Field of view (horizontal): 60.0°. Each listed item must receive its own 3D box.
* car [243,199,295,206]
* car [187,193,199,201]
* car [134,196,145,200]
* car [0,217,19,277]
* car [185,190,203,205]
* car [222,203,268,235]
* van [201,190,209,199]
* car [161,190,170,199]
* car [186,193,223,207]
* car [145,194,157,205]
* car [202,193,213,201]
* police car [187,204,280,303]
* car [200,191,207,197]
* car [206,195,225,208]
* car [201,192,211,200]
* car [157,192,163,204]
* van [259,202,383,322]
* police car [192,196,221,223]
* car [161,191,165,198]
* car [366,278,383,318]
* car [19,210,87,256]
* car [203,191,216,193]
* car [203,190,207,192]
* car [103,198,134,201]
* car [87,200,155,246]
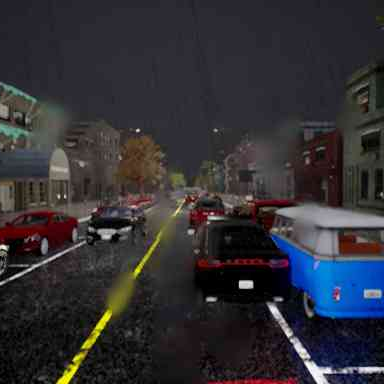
[{"bbox_3d":[2.710,1.173,12.360,2.192,1.841,5.009,-1,1,0],"label":"car"},{"bbox_3d":[0.119,0.859,60.090,2.033,1.411,5.357,0,1,0],"label":"car"},{"bbox_3d":[-5.636,1.212,29.021,1.887,1.381,4.507,-1,1,0],"label":"car"},{"bbox_3d":[-5.681,1.361,6.827,1.967,1.590,4.097,-1,1,0],"label":"car"},{"bbox_3d":[0.121,0.818,46.677,2.097,1.767,4.553,0,1,1],"label":"car"},{"bbox_3d":[2.723,1.376,17.910,1.802,1.307,4.206,-1,1,0],"label":"car"},{"bbox_3d":[2.830,0.500,73.387,1.690,1.788,3.998,-1,1,0],"label":"van"},{"bbox_3d":[-5.561,0.537,67.853,2.192,1.841,5.009,-1,1,0],"label":"car"},{"bbox_3d":[0.872,1.144,18.051,2.097,1.767,4.553,0,1,-1],"label":"car"},{"bbox_3d":[-5.614,1.122,40.116,1.802,1.307,4.206,-1,1,0],"label":"car"},{"bbox_3d":[2.810,0.868,62.294,1.802,1.307,4.206,-1,1,0],"label":"car"},{"bbox_3d":[0.916,1.330,8.204,1.930,1.638,5.238,0,1,0],"label":"police car"},{"bbox_3d":[2.854,0.554,84.655,1.752,1.417,4.829,-1,1,0],"label":"car"},{"bbox_3d":[2.767,1.106,40.102,1.947,1.339,4.313,-1,1,0],"label":"car"},{"bbox_3d":[2.822,0.746,68.011,1.752,1.417,4.829,-1,1,0],"label":"car"},{"bbox_3d":[-5.603,1.027,45.664,2.008,1.369,4.403,-1,1,0],"label":"car"},{"bbox_3d":[2.699,1.262,6.812,1.690,1.788,3.998,-1,1,0],"label":"van"},{"bbox_3d":[0.947,1.148,24.204,1.930,1.638,5.238,0,1,0],"label":"police car"},{"bbox_3d":[-5.592,0.995,51.213,1.802,1.307,4.206,-1,1,0],"label":"car"},{"bbox_3d":[2.690,1.566,1.267,1.802,1.307,4.206,-1,1,0],"label":"car"},{"bbox_3d":[-5.669,1.402,12.377,1.887,1.381,4.507,-1,1,0],"label":"car"},{"bbox_3d":[2.778,1.000,45.819,1.752,1.417,4.829,-1,1,0],"label":"car"},{"bbox_3d":[2.786,0.729,51.196,2.192,1.841,5.009,-1,1,0],"label":"car"},{"bbox_3d":[-5.648,1.171,23.471,1.967,1.590,4.097,-1,1,0],"label":"car"},{"bbox_3d":[-3.072,1.326,14.391,2.128,1.511,4.902,0,1,0],"label":"car"}]
